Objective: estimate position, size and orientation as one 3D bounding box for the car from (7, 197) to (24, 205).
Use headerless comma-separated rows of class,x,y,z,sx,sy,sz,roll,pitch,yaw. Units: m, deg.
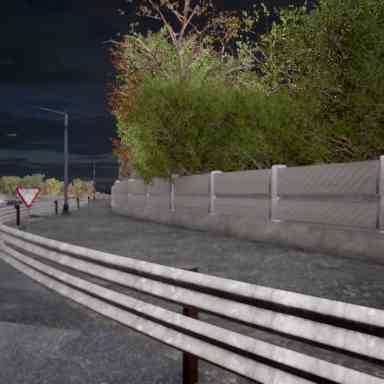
car,-30.063,1.583,56.961,1.895,1.301,4.718,0,0,-17
